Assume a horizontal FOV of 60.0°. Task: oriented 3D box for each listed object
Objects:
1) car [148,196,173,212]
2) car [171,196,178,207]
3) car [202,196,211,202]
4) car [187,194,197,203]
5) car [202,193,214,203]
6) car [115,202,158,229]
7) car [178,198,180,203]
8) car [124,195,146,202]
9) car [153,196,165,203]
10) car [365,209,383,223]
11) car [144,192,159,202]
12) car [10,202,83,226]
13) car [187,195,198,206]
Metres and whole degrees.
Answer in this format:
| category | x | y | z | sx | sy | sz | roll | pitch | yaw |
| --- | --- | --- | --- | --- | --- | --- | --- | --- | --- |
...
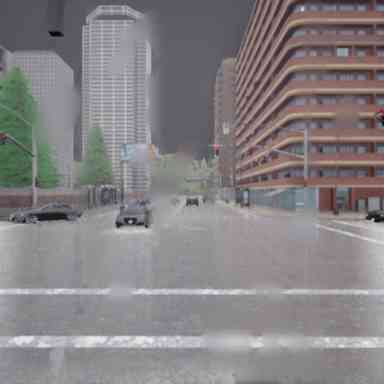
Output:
| category | x | y | z | sx | sy | sz | roll | pitch | yaw |
| --- | --- | --- | --- | --- | --- | --- | --- | --- | --- |
| car | -3.621 | 1.533 | 38.663 | 1.812 | 1.442 | 4.674 | 0 | 0 | 0 |
| car | -3.638 | 1.535 | 52.263 | 1.812 | 1.442 | 4.674 | 0 | 0 | 0 |
| car | 3.430 | 1.592 | 78.338 | 1.895 | 1.301 | 4.718 | 0 | 0 | 0 |
| car | -0.062 | 1.365 | 69.558 | 2.097 | 1.767 | 4.553 | 0 | 0 | 0 |
| car | 3.439 | 1.235 | 68.771 | 2.150 | 2.045 | 5.566 | 0 | 0 | 0 |
| car | -3.623 | 1.556 | 21.531 | 1.994 | 1.385 | 4.181 | 0 | 0 | 0 |
| car | -3.573 | 1.538 | 67.528 | 1.812 | 1.442 | 4.674 | 0 | 0 | 0 |
| car | -7.133 | 1.500 | 39.394 | 2.128 | 1.511 | 4.902 | 0 | 0 | 0 |
| car | -7.064 | 1.542 | 71.382 | 2.033 | 1.411 | 5.357 | 0 | 0 | 0 |
| car | 15.011 | 1.496 | 23.336 | 5.357 | 1.411 | 2.033 | 0 | 0 | -12 |
| car | -7.134 | 1.234 | 55.631 | 2.150 | 2.045 | 5.566 | 0 | 0 | 0 |
| car | -10.230 | 1.490 | 23.723 | 2.128 | 1.511 | 4.902 | 1 | 1 | 44 |
| car | 0.050 | 1.489 | 55.648 | 1.882 | 1.535 | 5.008 | 0 | -1 | 0 |
